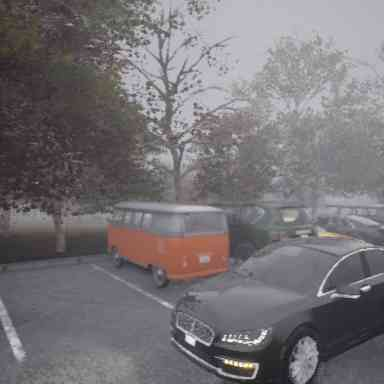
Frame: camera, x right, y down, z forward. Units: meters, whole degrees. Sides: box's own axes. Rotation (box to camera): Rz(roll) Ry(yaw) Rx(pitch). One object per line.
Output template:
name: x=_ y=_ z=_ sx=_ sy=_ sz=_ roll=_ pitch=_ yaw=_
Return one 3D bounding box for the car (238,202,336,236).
car: x=1.456 y=1.325 z=11.122 sx=2.435 sy=2.045 sz=5.566 roll=1 pitch=-1 yaw=-35

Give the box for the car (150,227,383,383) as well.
car: x=1.962 y=1.558 z=5.385 sx=4.892 sy=1.490 sz=1.837 roll=1 pitch=-1 yaw=-35

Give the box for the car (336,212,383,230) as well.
car: x=3.831 y=1.627 z=12.551 sx=1.946 sy=1.575 sz=5.366 roll=1 pitch=-1 yaw=-35

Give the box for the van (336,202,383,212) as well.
van: x=8.171 y=1.522 z=16.010 sx=1.878 sy=1.987 sz=4.442 roll=2 pitch=-1 yaw=-35

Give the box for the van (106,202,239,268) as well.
van: x=-0.952 y=1.305 z=9.518 sx=1.878 sy=1.987 sz=4.442 roll=1 pitch=-1 yaw=-35

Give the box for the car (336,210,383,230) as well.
car: x=5.982 y=1.689 z=14.301 sx=2.231 sy=1.521 sz=4.892 roll=2 pitch=-1 yaw=-35
